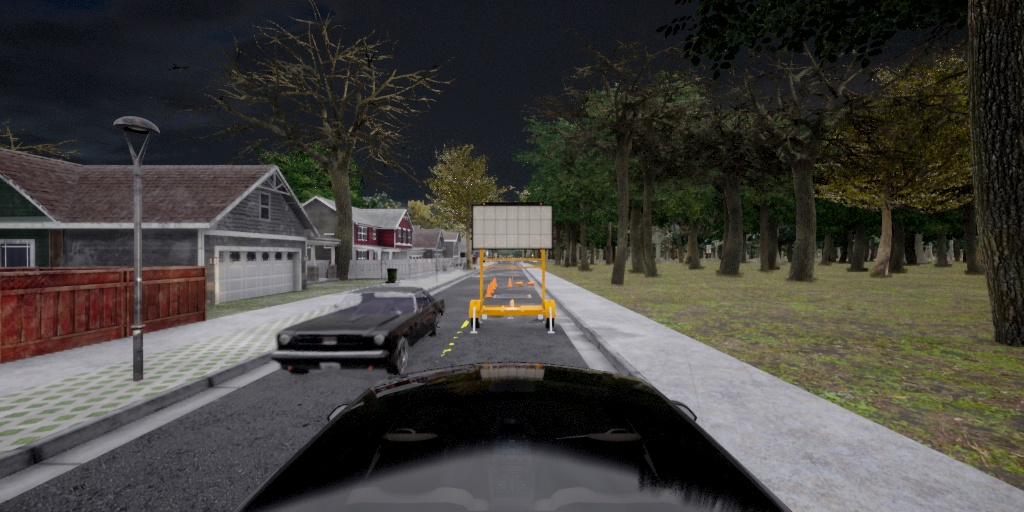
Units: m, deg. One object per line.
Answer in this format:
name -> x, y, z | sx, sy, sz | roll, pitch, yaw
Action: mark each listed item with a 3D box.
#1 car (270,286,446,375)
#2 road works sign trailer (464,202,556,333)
car -> -2.739, 1.350, 7.603 | 1.895, 1.301, 4.718 | 0, 0, 0
road works sign trailer -> 0.015, 0.214, 10.683 | 2.380, 3.560, 2.880 | 0, 0, 0
